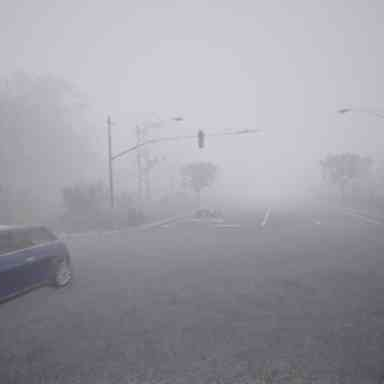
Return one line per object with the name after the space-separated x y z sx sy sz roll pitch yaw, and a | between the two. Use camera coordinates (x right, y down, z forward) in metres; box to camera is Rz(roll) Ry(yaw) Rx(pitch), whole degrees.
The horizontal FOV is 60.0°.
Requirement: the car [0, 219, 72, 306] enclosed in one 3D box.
-4.632 1.561 7.024 2.097 1.767 4.553 -2 0 14 | car

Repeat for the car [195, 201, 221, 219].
1.558 1.624 31.010 1.812 1.442 4.674 -2 0 14 | car
